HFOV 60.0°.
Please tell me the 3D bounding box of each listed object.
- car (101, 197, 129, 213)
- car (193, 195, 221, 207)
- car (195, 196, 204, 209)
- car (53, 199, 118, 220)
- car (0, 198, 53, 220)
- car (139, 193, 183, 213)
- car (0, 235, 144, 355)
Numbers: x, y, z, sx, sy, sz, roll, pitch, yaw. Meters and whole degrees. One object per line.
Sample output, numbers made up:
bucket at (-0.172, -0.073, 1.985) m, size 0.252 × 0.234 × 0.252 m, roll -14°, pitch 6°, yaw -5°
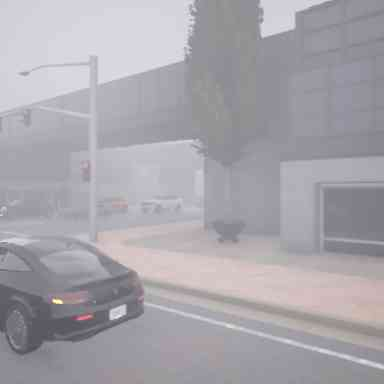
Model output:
car at (-8.818, 1.313, 34.581) m, size 2.097 × 1.767 × 4.553 m, roll 0°, pitch 0°, yaw 36°
car at (2.338, 1.312, 50.041) m, size 2.097 × 1.767 × 4.553 m, roll 0°, pitch 0°, yaw 36°
car at (2.667, 1.529, 44.527) m, size 1.994 × 1.385 × 4.181 m, roll 0°, pitch 0°, yaw 36°
car at (-8.957, 1.567, 28.397) m, size 1.895 × 1.301 × 4.718 m, roll 0°, pitch 0°, yaw 36°
car at (-13.904, 1.313, 27.514) m, size 2.097 × 1.767 × 4.553 m, roll 0°, pitch 0°, yaw 36°
car at (-3.251, 1.187, 36.328) m, size 2.150 × 2.045 × 5.566 m, roll 0°, pitch 0°, yaw 35°
car at (-2.918, 1.517, 6.028) m, size 4.674 × 1.442 × 1.812 m, roll 0°, pitch 0°, yaw 35°
